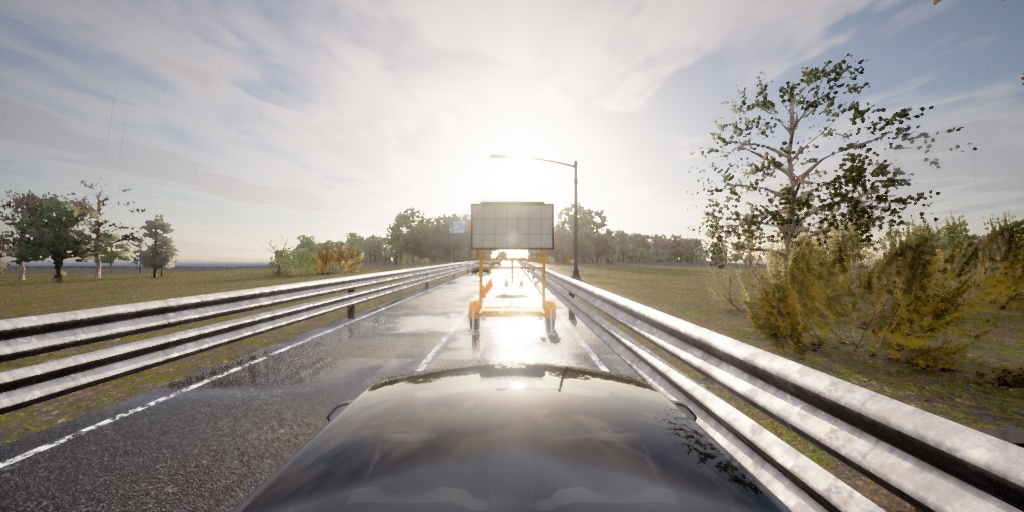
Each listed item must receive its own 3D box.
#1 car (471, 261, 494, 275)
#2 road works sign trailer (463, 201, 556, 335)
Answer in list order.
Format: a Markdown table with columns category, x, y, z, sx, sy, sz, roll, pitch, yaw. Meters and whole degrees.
| category | x | y | z | sx | sy | sz | roll | pitch | yaw |
| --- | --- | --- | --- | --- | --- | --- | --- | --- | --- |
| car | -3.337 | 1.269 | 39.314 | 1.837 | 1.490 | 4.892 | 0 | 0 | 0 |
| road works sign trailer | 0.014 | 0.218 | 10.505 | 2.380 | 3.560 | 2.880 | 0 | 0 | 0 |
